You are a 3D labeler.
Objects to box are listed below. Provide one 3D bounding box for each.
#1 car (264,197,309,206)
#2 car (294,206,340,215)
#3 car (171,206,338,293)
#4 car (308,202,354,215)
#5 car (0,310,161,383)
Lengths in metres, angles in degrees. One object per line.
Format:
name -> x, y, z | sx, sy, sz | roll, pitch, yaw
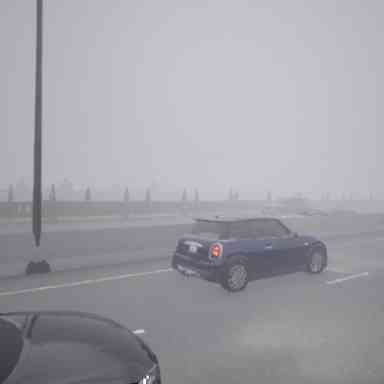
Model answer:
car -> 9.120, 1.522, 31.977 | 5.566, 2.045, 2.150 | 1, -1, -35
car -> 7.479, 1.818, 22.214 | 4.718, 1.301, 1.895 | 1, 0, -35
car -> 1.753, 1.428, 9.295 | 4.553, 1.767, 2.097 | 1, 0, -36
car -> 13.042, 1.853, 30.460 | 4.674, 1.442, 1.812 | 1, -1, -36
car -> -2.476, 1.481, 1.981 | 4.902, 1.511, 2.128 | 1, 0, -35
